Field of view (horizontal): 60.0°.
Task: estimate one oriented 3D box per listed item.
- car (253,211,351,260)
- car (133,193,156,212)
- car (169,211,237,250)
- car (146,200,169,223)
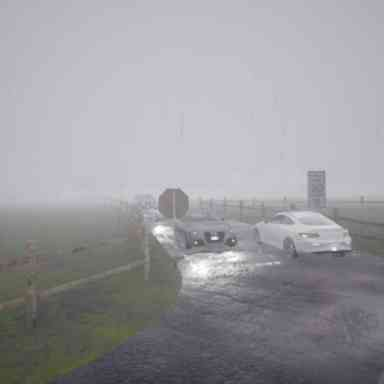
[{"bbox_3d":[3.748,1.412,12.005,1.812,1.442,4.674,-1,0,-10],"label":"car"},{"bbox_3d":[-5.314,1.173,37.011,2.150,2.045,5.566,-1,0,-17],"label":"car"},{"bbox_3d":[0.431,1.513,14.146,1.994,1.385,4.181,-1,0,-12],"label":"car"},{"bbox_3d":[-2.098,1.545,25.262,1.895,1.301,4.718,-1,0,-14],"label":"car"}]
